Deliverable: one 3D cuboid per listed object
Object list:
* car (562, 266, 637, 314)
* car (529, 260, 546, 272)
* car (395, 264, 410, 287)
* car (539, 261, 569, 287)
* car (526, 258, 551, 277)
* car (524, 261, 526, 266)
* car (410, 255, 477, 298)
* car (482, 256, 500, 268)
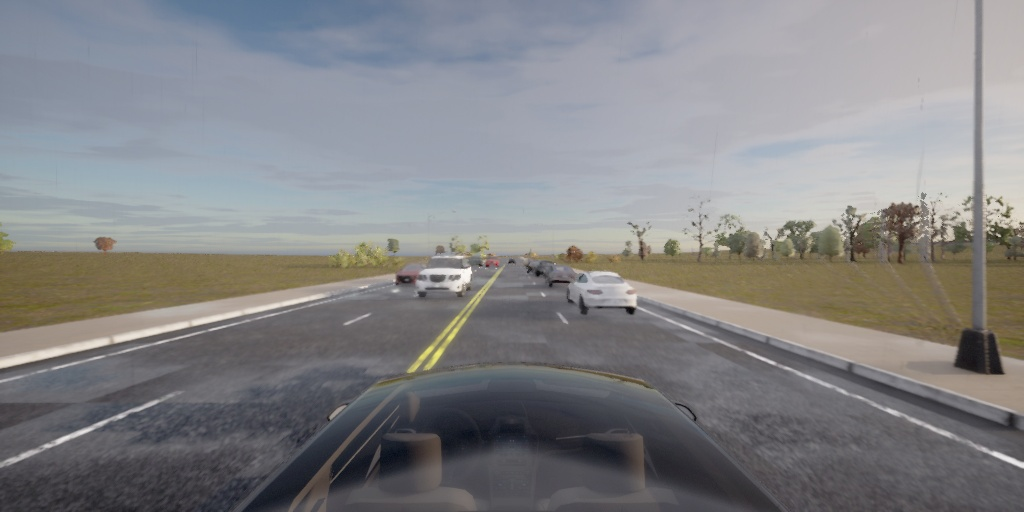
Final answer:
[{"bbox_3d":[3.247,1.276,13.589,1.812,1.442,4.674,0,0,0],"label":"car"},{"bbox_3d":[3.240,1.275,46.589,1.812,1.442,4.674,0,0,0],"label":"car"},{"bbox_3d":[-6.593,1.228,25.018,1.882,1.535,5.008,0,0,0],"label":"car"},{"bbox_3d":[3.245,1.298,24.589,2.033,1.411,5.357,0,0,0],"label":"car"},{"bbox_3d":[3.070,1.182,36.004,2.033,1.649,4.856,1,0,-7],"label":"car"},{"bbox_3d":[3.237,1.236,57.589,2.128,1.511,4.902,0,0,0],"label":"car"},{"bbox_3d":[-3.350,0.971,18.824,2.150,2.045,5.566,0,0,0],"label":"car"},{"bbox_3d":[-3.284,0.979,60.874,2.150,2.045,5.566,0,0,0],"label":"car"}]
